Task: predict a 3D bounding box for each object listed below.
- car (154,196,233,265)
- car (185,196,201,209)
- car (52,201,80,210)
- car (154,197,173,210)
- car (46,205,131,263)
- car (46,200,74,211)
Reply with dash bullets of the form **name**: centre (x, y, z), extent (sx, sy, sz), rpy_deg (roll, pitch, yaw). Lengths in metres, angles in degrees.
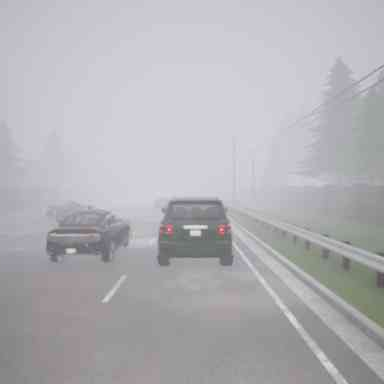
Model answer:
- **car**: centre (0.093, 1.155, 11.505), extent (2.150, 2.045, 5.566), rpy_deg (0, 1, 0)
- **car**: centre (0.083, 1.287, 40.934), extent (1.812, 1.442, 4.674), rpy_deg (0, 0, 0)
- **car**: centre (-6.910, 1.479, 21.319), extent (1.895, 1.301, 4.718), rpy_deg (0, 0, 0)
- **car**: centre (-3.419, 1.331, 40.291), extent (1.994, 1.385, 4.181), rpy_deg (0, 0, 0)
- **car**: centre (-3.406, 1.424, 11.771), extent (2.128, 1.511, 4.902), rpy_deg (0, 0, 0)
- **car**: centre (-10.412, 1.369, 27.550), extent (1.812, 1.442, 4.674), rpy_deg (0, 0, 0)
